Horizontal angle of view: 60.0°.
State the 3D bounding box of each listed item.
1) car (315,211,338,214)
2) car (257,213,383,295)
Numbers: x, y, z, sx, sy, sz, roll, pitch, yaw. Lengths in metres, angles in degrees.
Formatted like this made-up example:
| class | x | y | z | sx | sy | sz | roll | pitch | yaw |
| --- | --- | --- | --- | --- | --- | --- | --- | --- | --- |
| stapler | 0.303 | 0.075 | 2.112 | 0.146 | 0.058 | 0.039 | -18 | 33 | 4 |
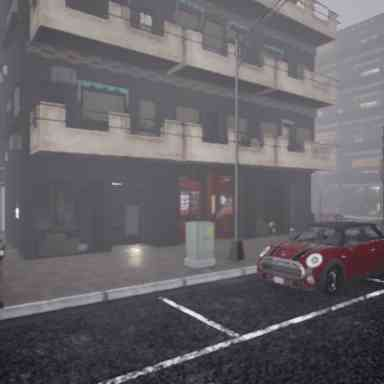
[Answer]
| class | x | y | z | sx | sy | sz | roll | pitch | yaw |
| --- | --- | --- | --- | --- | --- | --- | --- | --- | --- |
| car | 10.767 | 1.906 | 28.531 | 1.994 | 1.385 | 4.181 | 0 | 0 | -36 |
| car | 3.632 | 1.538 | 8.866 | 4.097 | 1.590 | 1.967 | 1 | -1 | -36 |
